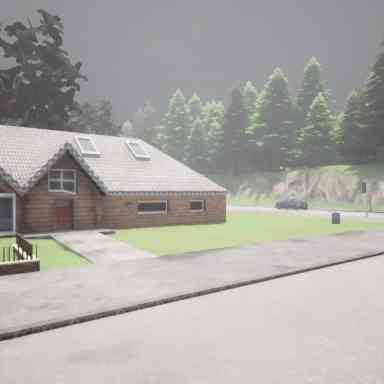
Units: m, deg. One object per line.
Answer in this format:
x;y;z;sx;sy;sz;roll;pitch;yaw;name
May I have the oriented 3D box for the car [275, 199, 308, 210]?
12.655;1.564;42.452;1.994;1.385;4.181;0;0;-35;car
